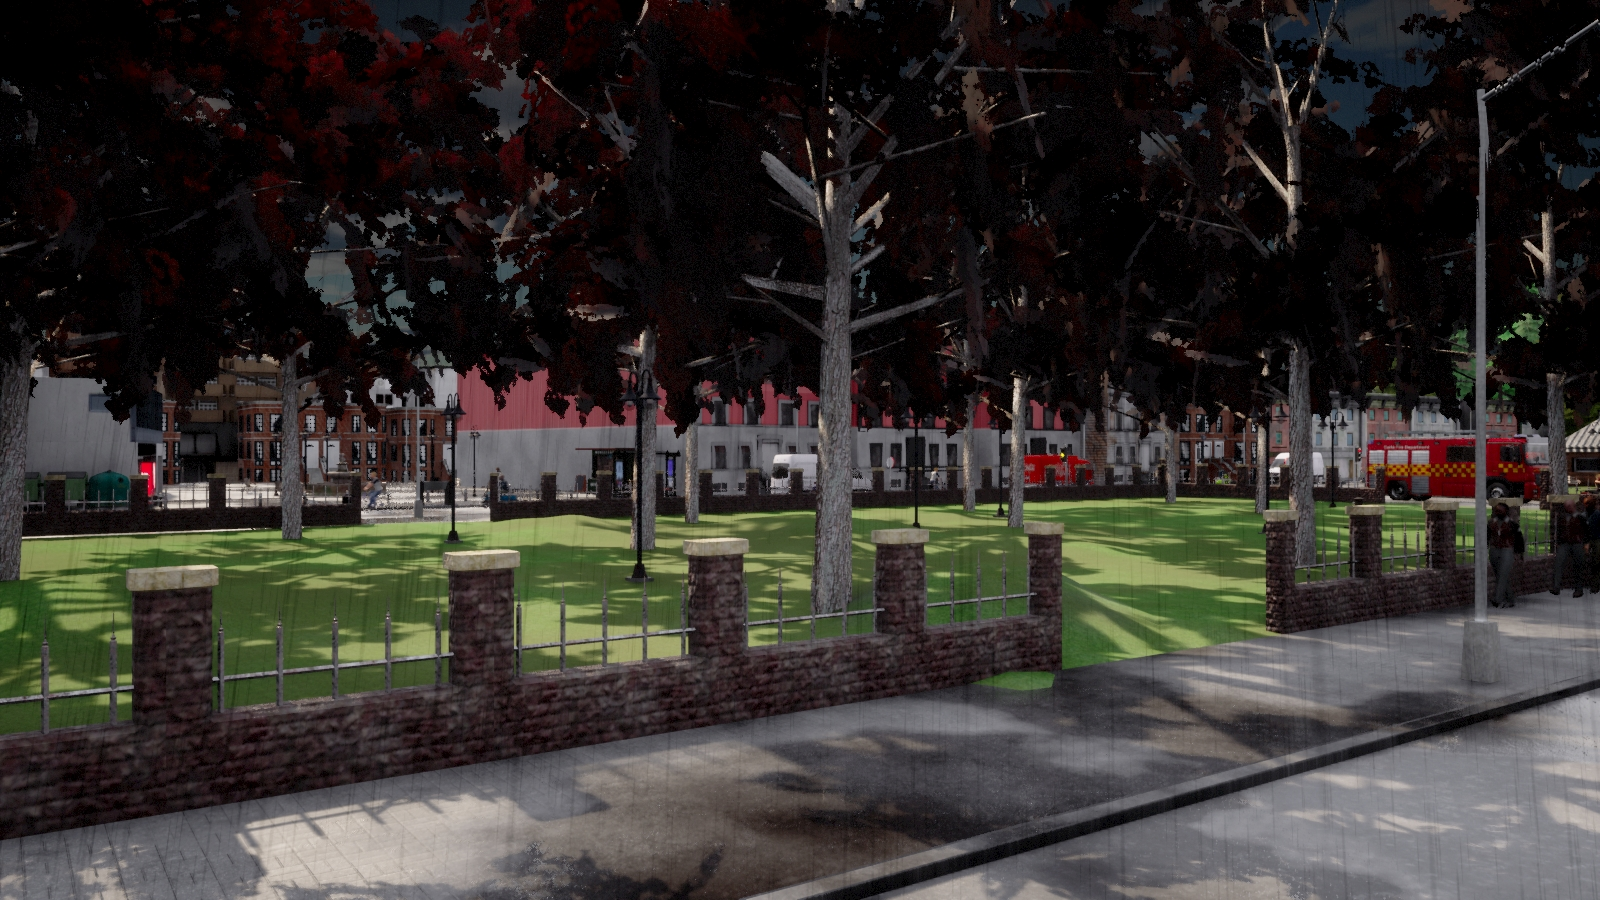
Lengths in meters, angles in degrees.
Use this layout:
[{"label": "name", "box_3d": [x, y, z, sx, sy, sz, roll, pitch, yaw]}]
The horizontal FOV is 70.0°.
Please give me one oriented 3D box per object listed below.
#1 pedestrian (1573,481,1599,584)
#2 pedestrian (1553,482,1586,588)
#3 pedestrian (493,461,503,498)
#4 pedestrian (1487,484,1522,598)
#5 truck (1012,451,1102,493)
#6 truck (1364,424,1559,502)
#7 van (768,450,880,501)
[{"label": "pedestrian", "box_3d": [14.611, 1.515, 21.156, 0.375, 1.860, 0.375, 0, 0, -36]}, {"label": "pedestrian", "box_3d": [13.798, 1.515, 20.488, 0.375, 1.860, 0.375, 0, 0, -29]}, {"label": "pedestrian", "box_3d": [-15.344, 1.497, 58.063, 0.375, 1.860, 0.375, 0, 0, -39]}, {"label": "pedestrian", "box_3d": [11.832, 1.516, 19.192, 0.375, 1.860, 0.375, 0, 0, -34]}, {"label": "truck", "box_3d": [15.940, 1.329, 70.862, 5.204, 2.467, 2.627, 0, 0, -35]}, {"label": "truck", "box_3d": [34.631, 0.645, 60.204, 2.891, 3.827, 8.468, 0, 0, -34]}, {"label": "van", "box_3d": [1.338, 1.299, 60.648, 5.915, 2.561, 1.988, 0, 0, -35]}]
